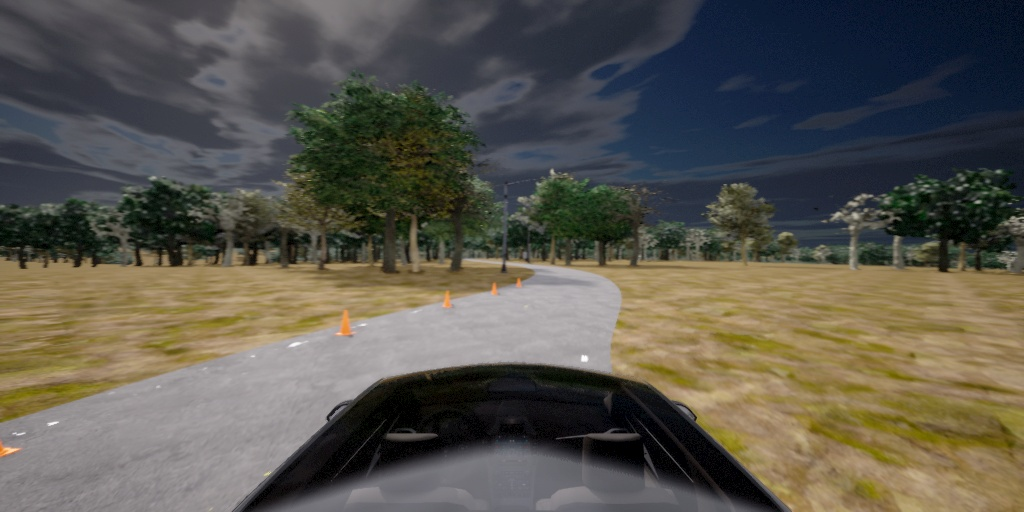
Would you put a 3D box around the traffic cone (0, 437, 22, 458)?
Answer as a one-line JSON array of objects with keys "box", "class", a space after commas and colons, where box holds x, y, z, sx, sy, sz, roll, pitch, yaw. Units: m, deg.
[{"box": [-4.918, 1.584, 3.316, 0.340, 0.580, 0.340, 0, 0, 4], "class": "traffic cone"}]

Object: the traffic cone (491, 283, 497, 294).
[{"box": [-0.908, 1.656, 18.363, 0.340, 0.580, 0.340, 0, 0, 17], "class": "traffic cone"}]

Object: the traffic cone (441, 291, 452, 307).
[{"box": [-2.471, 1.627, 13.674, 0.340, 0.580, 0.340, 0, 0, 19], "class": "traffic cone"}]

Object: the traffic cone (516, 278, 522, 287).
[{"box": [0.439, 1.675, 23.040, 0.340, 0.580, 0.340, 0, 0, 15], "class": "traffic cone"}]

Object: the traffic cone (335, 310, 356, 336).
[{"box": [-4.046, 1.596, 8.705, 0.340, 0.580, 0.340, 0, 0, 14], "class": "traffic cone"}]
